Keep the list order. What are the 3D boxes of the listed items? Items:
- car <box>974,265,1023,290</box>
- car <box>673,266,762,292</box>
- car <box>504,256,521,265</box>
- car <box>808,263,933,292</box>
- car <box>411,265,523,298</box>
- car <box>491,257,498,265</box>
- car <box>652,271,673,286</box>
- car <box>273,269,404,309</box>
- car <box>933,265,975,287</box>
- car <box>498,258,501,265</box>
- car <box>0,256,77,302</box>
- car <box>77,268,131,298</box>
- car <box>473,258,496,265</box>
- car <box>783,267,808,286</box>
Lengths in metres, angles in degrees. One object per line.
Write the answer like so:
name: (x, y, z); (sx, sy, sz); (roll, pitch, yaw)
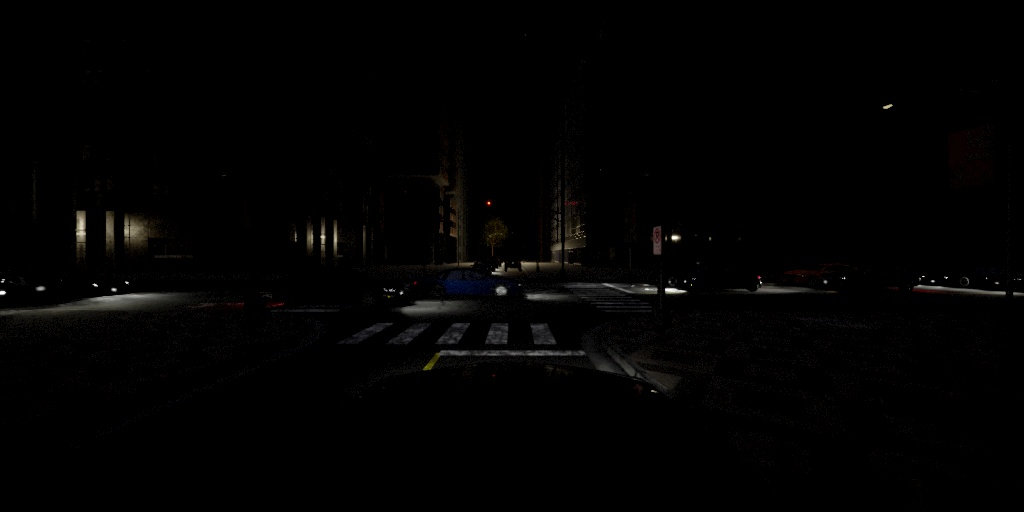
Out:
car: (30.765, 1.309, 21.010); (4.674, 1.442, 1.812); (0, 0, 0)
car: (12.187, 1.323, 21.098); (4.181, 1.385, 1.994); (0, 0, 0)
car: (0.107, 0.969, 48.991); (2.150, 2.045, 5.566); (0, 0, 0)
car: (20.883, 1.261, 21.059); (4.902, 1.511, 2.128); (0, 0, 0)
car: (-2.166, 1.295, 17.713); (5.357, 1.411, 2.033); (0, 0, 0)
car: (-3.096, 1.252, 46.038); (1.837, 1.490, 4.892); (0, 0, 0)
car: (12.098, 1.353, 24.351); (4.718, 1.301, 1.895); (0, 0, 3)
car: (-6.900, 1.257, 14.482); (4.892, 1.490, 1.837); (0, 0, 0)
car: (31.165, 1.325, 24.258); (5.357, 1.411, 2.033); (0, 0, 1)
car: (-3.106, 1.311, 56.022); (1.994, 1.385, 4.181); (0, 0, 0)
car: (-21.852, 0.964, 14.546); (5.566, 2.045, 2.150); (0, 0, 0)
car: (-22.400, 1.283, 17.798); (5.357, 1.411, 2.033); (0, 0, 0)
car: (-3.080, 1.239, 36.082); (2.128, 1.511, 4.902); (0, 0, 0)
car: (21.233, 1.241, 24.307); (5.008, 1.535, 1.882); (0, 0, 0)
